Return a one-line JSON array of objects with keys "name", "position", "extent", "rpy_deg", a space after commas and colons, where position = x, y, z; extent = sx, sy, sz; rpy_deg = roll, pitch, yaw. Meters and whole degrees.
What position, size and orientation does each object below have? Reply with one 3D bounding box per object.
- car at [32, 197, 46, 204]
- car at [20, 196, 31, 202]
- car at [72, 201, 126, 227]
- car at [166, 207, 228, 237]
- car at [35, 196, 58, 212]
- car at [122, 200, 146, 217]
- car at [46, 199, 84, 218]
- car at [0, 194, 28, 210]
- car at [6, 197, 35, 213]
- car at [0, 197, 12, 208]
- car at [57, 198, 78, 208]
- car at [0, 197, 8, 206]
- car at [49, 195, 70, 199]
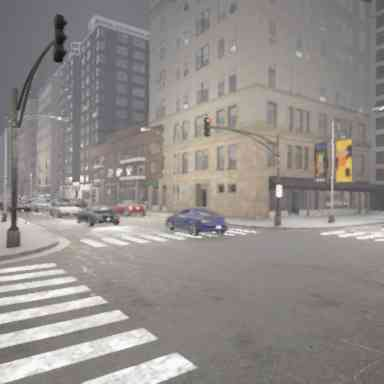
[{"name": "car", "position": [-31.251, 1.650, 67.803], "extent": [1.947, 1.339, 4.313], "rpy_deg": [1, 0, -35]}, {"name": "car", "position": [-40.785, 1.620, 81.308], "extent": [1.752, 1.417, 4.829], "rpy_deg": [1, 0, -35]}, {"name": "car", "position": [-6.623, 1.590, 23.410], "extent": [1.994, 1.385, 4.181], "rpy_deg": [1, 0, -36]}, {"name": "car", "position": [0.186, 1.589, 18.658], "extent": [1.812, 1.442, 4.674], "rpy_deg": [2, -1, -30]}, {"name": "car", "position": [-17.460, 1.541, 38.778], "extent": [1.812, 1.442, 4.674], "rpy_deg": [1, 0, -35]}, {"name": "car", "position": [-6.086, 1.514, 32.163], "extent": [1.967, 1.590, 4.097], "rpy_deg": [1, 0, -35]}, {"name": "car", "position": [-11.652, 1.620, 30.526], "extent": [1.895, 1.301, 4.718], "rpy_deg": [1, 0, -35]}, {"name": "car", "position": [-22.078, 1.305, 40.904], "extent": [2.192, 1.841, 5.009], "rpy_deg": [1, 0, -35]}, {"name": "car", "position": [-18.935, 1.556, 36.447], "extent": [1.947, 1.339, 4.313], "rpy_deg": [1, 0, -35]}, {"name": "car", "position": [-28.274, 1.519, 49.674], "extent": [1.752, 1.417, 4.829], "rpy_deg": [1, 0, -35]}, {"name": "car", "position": [-18.767, 1.595, 50.121], "extent": [1.752, 1.417, 4.829], "rpy_deg": [1, 0, -35]}, {"name": "car", "position": [-31.518, 1.548, 54.268], "extent": [2.008, 1.369, 4.403], "rpy_deg": [1, 0, -35]}, {"name": "car", "position": [-17.051, 1.548, 43.291], "extent": [1.837, 1.490, 4.892], "rpy_deg": [1, 0, -35]}]
